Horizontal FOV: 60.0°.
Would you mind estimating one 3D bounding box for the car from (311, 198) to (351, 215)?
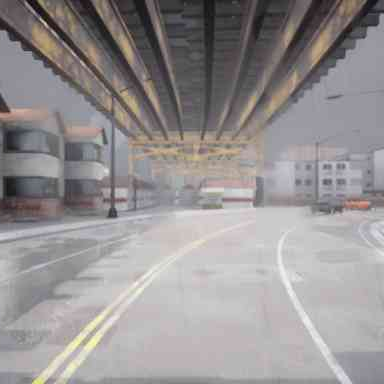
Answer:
[{"bbox_3d":[13.384,1.442,32.577,2.128,1.511,4.902,-1,-1,44],"label":"car"}]

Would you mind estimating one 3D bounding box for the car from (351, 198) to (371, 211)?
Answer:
[{"bbox_3d":[20.844,1.524,42.733,4.553,1.767,2.097,1,-1,-28],"label":"car"}]
